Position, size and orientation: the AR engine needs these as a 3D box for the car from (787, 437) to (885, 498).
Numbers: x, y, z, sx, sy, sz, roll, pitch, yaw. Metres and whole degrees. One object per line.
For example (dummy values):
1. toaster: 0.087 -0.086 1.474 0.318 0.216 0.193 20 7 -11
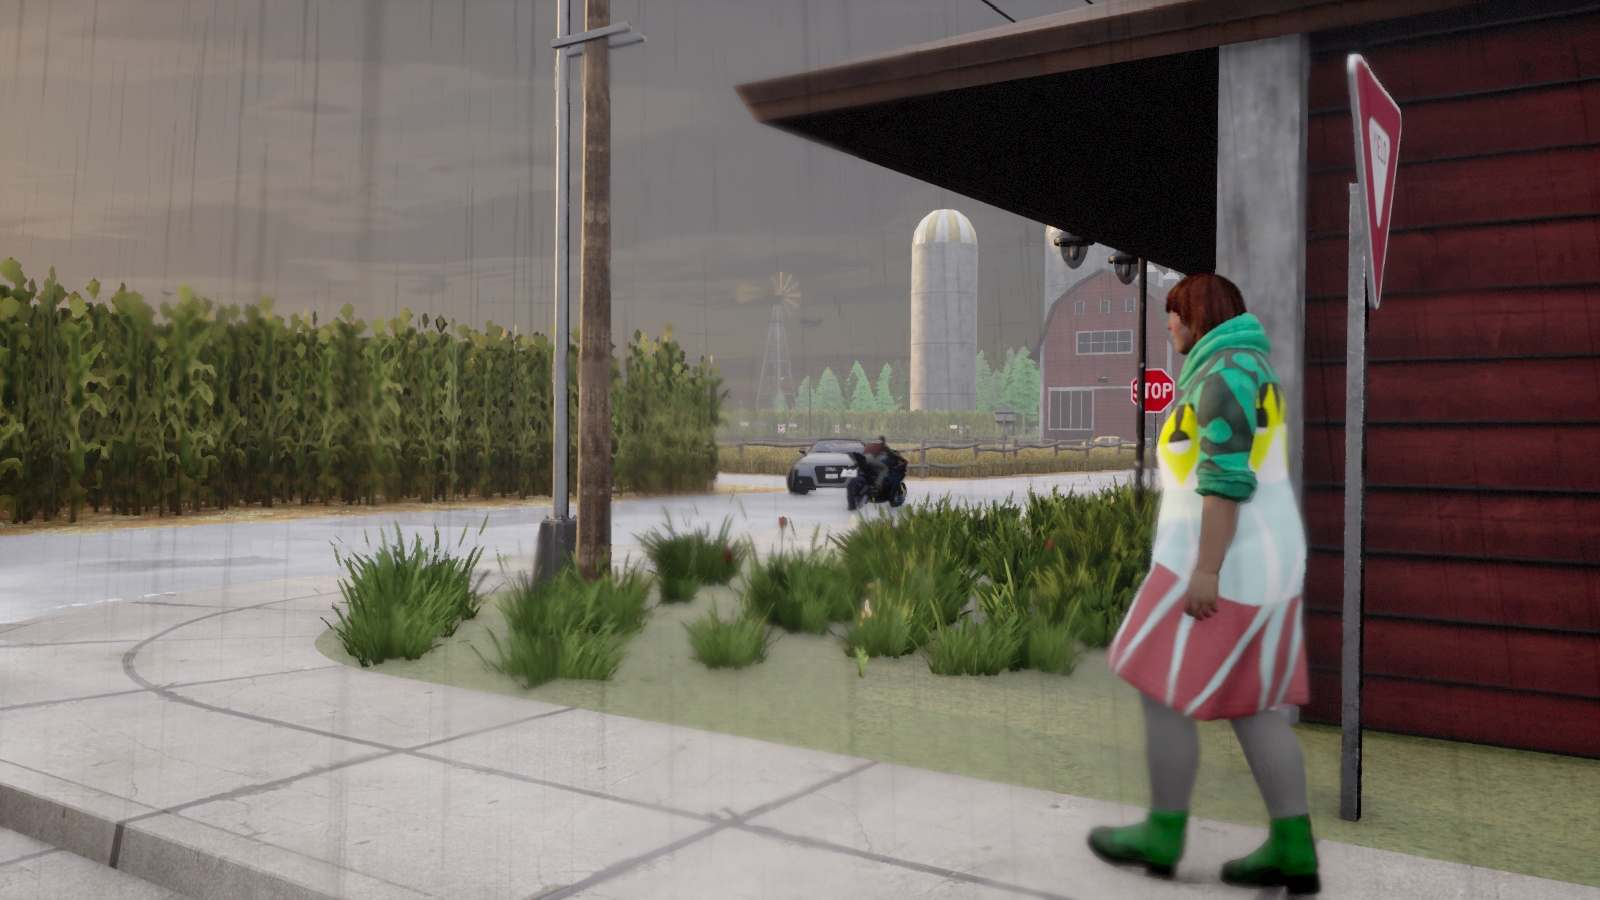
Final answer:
1. car: 0.966 0.388 31.130 1.994 1.385 4.181 0 1 7

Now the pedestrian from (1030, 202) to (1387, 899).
1. pedestrian: 1.232 0.331 3.765 0.873 1.952 0.659 0 1 32

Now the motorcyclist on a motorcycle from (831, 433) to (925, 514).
1. motorcyclist on a motorcycle: 1.588 0.436 25.088 0.866 1.530 2.191 0 1 35
